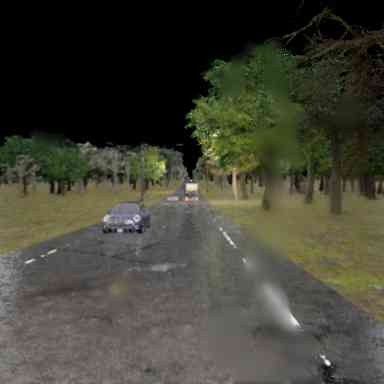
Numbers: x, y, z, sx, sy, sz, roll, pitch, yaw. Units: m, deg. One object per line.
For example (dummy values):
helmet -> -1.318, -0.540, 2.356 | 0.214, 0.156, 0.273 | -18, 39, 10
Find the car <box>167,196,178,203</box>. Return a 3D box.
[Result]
car -> -3.524, 1.331, 61.324 | 1.895, 1.301, 4.718 | 0, 1, 1

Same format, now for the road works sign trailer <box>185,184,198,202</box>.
road works sign trailer -> -0.004, 0.114, 66.164 | 2.380, 3.560, 2.880 | 0, 1, 0

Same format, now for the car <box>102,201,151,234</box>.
car -> -3.600, 1.334, 18.925 | 2.097, 1.767, 4.553 | 0, 0, 0
